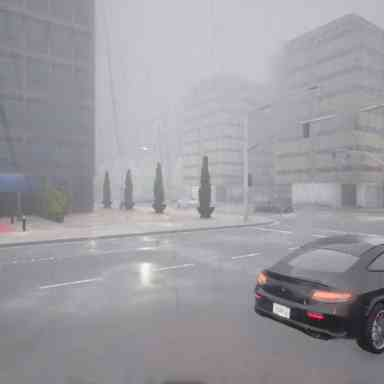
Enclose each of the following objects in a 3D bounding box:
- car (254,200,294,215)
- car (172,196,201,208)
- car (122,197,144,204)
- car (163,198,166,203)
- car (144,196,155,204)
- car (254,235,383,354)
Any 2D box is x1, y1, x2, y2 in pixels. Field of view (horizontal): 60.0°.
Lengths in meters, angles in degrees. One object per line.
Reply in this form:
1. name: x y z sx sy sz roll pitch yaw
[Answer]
1. car: 8.499 1.564 34.650 1.994 1.385 4.181 0 0 -35
2. car: -0.439 1.525 47.397 1.812 1.442 4.674 0 0 -35
3. car: -11.610 1.601 63.454 1.895 1.301 4.718 0 0 -35
4. car: -7.333 1.503 69.704 1.837 1.490 4.892 0 0 -35
5. car: -8.777 1.564 65.729 1.994 1.385 4.181 0 0 -35
6. car: 3.158 1.526 6.073 4.674 1.442 1.812 0 0 -35
